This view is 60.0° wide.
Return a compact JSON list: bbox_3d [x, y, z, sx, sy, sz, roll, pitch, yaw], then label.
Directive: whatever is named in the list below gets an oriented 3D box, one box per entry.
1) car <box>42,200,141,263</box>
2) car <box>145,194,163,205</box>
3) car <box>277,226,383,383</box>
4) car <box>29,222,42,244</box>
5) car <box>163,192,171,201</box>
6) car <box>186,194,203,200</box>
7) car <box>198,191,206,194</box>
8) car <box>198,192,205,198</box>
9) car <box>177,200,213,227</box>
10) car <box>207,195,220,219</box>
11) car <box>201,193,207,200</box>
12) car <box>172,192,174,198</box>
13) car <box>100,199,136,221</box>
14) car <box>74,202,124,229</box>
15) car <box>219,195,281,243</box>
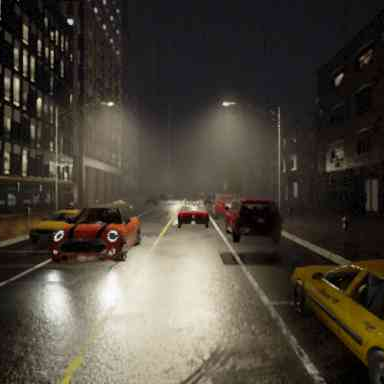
[{"bbox_3d":[-3.114,1.267,11.641,2.097,1.767,4.553,0,0,0],"label":"car"},{"bbox_3d":[-5.735,1.196,48.674,1.947,1.339,4.313,1,0,0],"label":"car"},{"bbox_3d":[2.697,1.493,4.489,1.752,1.417,4.829,1,0,0],"label":"car"},{"bbox_3d":[-5.696,1.414,15.229,1.752,1.417,4.829,1,0,0],"label":"car"},{"bbox_3d":[-5.755,1.059,65.311,1.947,1.339,4.313,1,0,0],"label":"car"},{"bbox_3d":[0.049,1.283,42.265,1.895,1.301,4.718,0,0,0],"label":"car"},{"bbox_3d":[2.610,0.668,81.959,2.192,1.841,5.009,1,0,0],"label":"car"},{"bbox_3d":[2.593,0.800,93.053,1.887,1.381,4.507,1,1,0],"label":"car"},{"bbox_3d":[0.073,1.446,21.206,1.895,1.301,4.718,0,0,0],"label":"car"},{"bbox_3d":[2.674,1.121,26.502,2.192,1.841,5.009,1,0,0],"label":"car"},{"bbox_3d":[2.645,1.197,48.686,1.947,1.339,4.313,1,0,0],"label":"car"},{"bbox_3d":[-5.779,0.745,87.492,1.967,1.590,4.097,1,0,0],"label":"car"},{"bbox_3d":[-5.709,1.332,26.321,1.752,1.417,4.829,1,0,0],"label":"car"},{"bbox_3d":[-5.703,1.413,20.947,1.947,1.339,4.313,1,0,0],"label":"car"},{"bbox_3d":[2.687,1.203,15.410,2.192,1.841,5.009,1,0,0],"label":"car"}]
